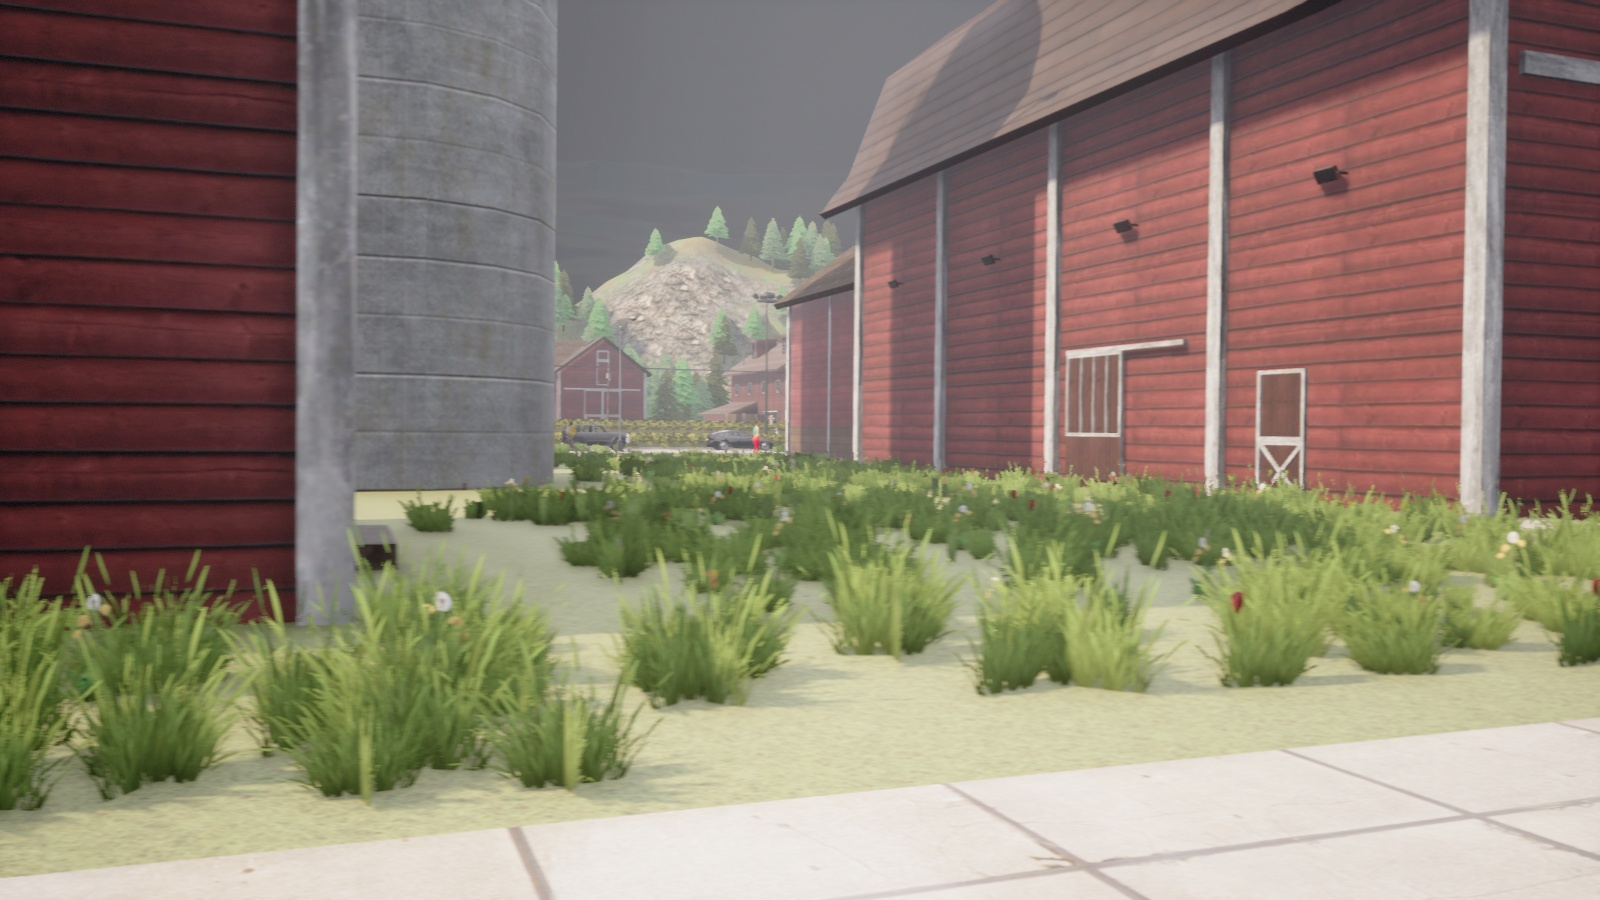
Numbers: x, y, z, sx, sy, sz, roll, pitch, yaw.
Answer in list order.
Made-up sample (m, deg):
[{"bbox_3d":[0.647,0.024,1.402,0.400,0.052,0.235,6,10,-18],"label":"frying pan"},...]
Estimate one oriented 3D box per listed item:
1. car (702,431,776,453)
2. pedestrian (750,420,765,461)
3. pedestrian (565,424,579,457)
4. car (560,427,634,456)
[{"bbox_3d":[-4.304,-0.579,89.093,4.792,1.488,2.163,-1,1,-20],"label":"car"},{"bbox_3d":[-1.936,-0.427,57.035,0.594,1.836,0.345,-1,1,-21],"label":"pedestrian"},{"bbox_3d":[-12.987,-0.544,71.540,0.726,1.835,0.370,-1,1,-23],"label":"pedestrian"},{"bbox_3d":[-13.833,-0.599,85.551,4.605,1.855,1.932,-1,1,-20],"label":"car"}]
